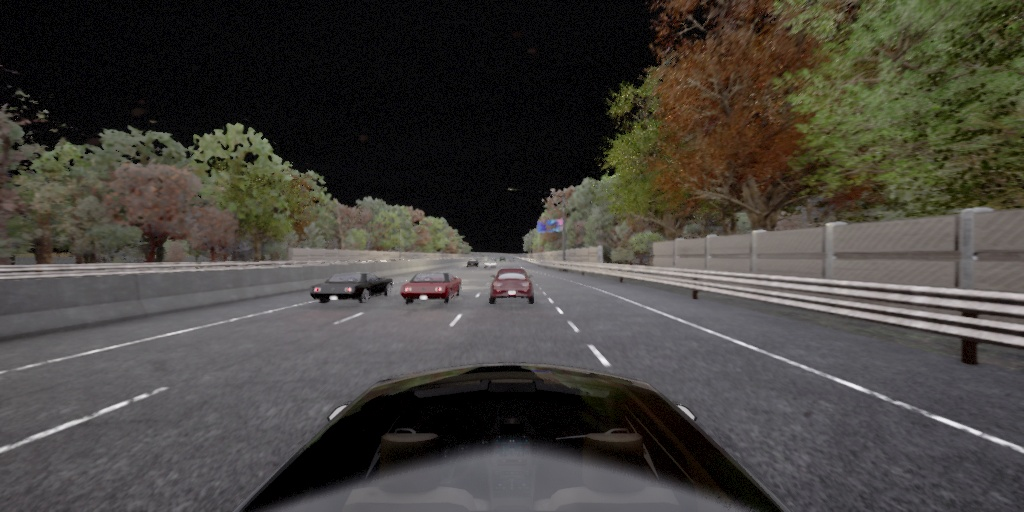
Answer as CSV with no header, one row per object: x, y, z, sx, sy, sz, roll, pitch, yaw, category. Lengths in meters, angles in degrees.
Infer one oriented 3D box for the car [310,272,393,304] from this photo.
-7.004,1.360,16.316,1.895,1.301,4.718,0,0,0,car

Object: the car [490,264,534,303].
-0.003,1.286,16.576,1.812,1.442,4.674,0,0,0,car

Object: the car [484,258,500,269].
-3.508,1.389,59.618,1.895,1.301,4.718,0,0,0,car

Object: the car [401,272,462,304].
-3.501,1.360,16.476,1.895,1.301,4.718,0,0,0,car
